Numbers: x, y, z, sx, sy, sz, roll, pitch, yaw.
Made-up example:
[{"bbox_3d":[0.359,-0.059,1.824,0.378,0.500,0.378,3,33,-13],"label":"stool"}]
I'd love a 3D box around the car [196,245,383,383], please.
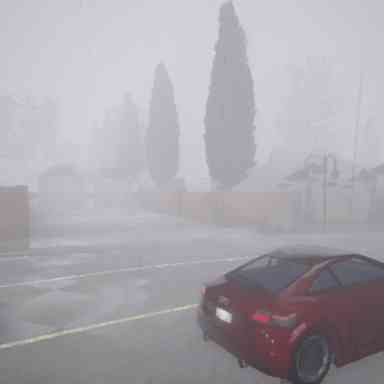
[{"bbox_3d":[2.155,1.575,5.312,4.181,1.385,1.994,0,0,-29],"label":"car"}]
